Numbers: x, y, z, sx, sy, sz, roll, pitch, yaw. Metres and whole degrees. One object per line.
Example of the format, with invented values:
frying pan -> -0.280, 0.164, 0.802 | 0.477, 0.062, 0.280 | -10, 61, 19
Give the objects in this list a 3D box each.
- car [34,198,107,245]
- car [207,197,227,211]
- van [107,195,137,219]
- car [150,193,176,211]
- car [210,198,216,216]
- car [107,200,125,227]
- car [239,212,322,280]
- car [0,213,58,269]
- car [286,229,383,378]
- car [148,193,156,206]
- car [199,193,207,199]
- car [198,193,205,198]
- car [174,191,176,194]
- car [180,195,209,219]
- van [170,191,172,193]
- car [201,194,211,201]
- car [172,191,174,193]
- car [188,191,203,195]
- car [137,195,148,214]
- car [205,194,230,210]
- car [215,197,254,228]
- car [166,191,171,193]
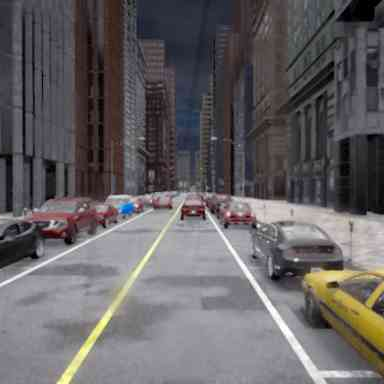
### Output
car -> -5.770, 1.213, 15.168 | 2.192, 1.841, 5.009 | 0, 0, 0
car -> 2.749, 1.290, 37.728 | 1.887, 1.381, 4.507 | 0, 0, 0
van -> -5.774, 1.163, 26.442 | 1.690, 1.788, 3.998 | 0, 0, 0
car -> -3.078, 1.233, 36.372 | 1.882, 1.535, 5.008 | 0, 0, 0
car -> 2.752, 1.387, 26.455 | 1.947, 1.339, 4.313 | 0, 0, 0
car -> -5.771, 1.404, 20.807 | 1.887, 1.381, 4.507 | 0, 0, 0
car -> 2.757, 1.485, 9.547 | 2.008, 1.369, 4.403 | 0, 0, 0
car -> -5.768, 1.501, 9.534 | 1.947, 1.339, 4.313 | 0, 0, 0
car -> 2.759, 1.497, 4.081 | 1.752, 1.417, 4.829 | 0, 0, 0
car -> -5.778, 1.149, 43.353 | 1.967, 1.590, 4.097 | 0, 0, 0
car -> 2.735, 1.036, 82.817 | 1.802, 1.307, 4.206 | 0, 0, 0
car -> 2.732, 0.966, 94.090 | 1.802, 1.307, 4.206 | 0, 0, 0
car -> -5.791, 0.770, 82.807 | 2.192, 1.841, 5.009 | 0, 0, 0
car -> 0.092, 1.296, 26.845 | 1.882, 1.535, 5.008 | 0, 0, 0
van -> -5.787, 0.866, 71.534 | 1.690, 1.788, 3.998 | 0, 0, 0
car -> 2.740, 1.126, 65.908 | 1.947, 1.339, 4.313 | 0, 0, 0
car -> -5.789, 0.930, 77.171 | 1.967, 1.590, 4.097 | 0, 0, 0
car -> 0.087, 1.048, 45.197 | 2.097, 1.767, 4.553 | 0, 0, 0
car -> -5.775, 1.224, 32.079 | 1.967, 1.590, 4.097 | 0, 0, 0
car -> 2.750, 1.099, 32.090 | 2.192, 1.841, 5.009 | 0, 0, 0
car -> 2.753, 1.299, 20.818 | 1.967, 1.590, 4.097 | 0, 0, 0
car -> -5.785, 1.111, 65.899 | 2.008, 1.369, 4.403 | 0, 0, 0
